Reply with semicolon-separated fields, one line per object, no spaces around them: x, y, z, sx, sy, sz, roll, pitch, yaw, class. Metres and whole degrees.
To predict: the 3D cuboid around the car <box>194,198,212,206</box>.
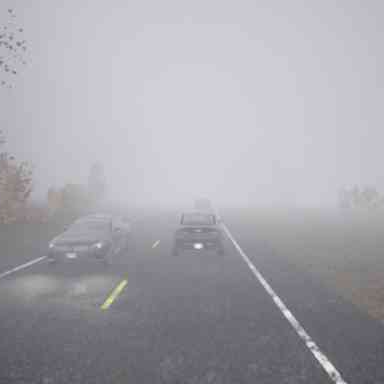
1.384;1.490;41.110;2.097;1.767;4.553;0;0;3;car

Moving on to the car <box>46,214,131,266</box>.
-3.395;1.558;11.787;1.812;1.442;4.674;0;0;1;car

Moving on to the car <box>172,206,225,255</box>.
0.258;1.544;13.485;1.837;1.490;4.892;0;0;1;car
